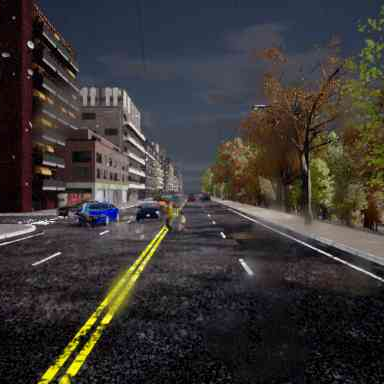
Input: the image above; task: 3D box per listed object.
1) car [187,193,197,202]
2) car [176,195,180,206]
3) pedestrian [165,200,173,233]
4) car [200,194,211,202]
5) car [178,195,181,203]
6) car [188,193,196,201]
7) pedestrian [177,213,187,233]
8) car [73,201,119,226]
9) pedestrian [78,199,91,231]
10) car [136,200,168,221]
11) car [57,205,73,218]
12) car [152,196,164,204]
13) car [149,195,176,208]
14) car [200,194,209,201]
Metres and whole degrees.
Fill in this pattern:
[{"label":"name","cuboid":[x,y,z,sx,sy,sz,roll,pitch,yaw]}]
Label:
[{"label":"car","cuboid":[-0.012,1.491,74.137,1.882,1.535,5.008,0,0,0]},{"label":"car","cuboid":[-3.353,1.573,50.872,1.994,1.385,4.181,0,0,0]},{"label":"pedestrian","cuboid":[-1.183,1.295,17.807,0.375,1.860,0.375,0,0,0]},{"label":"car","cuboid":[3.237,1.514,74.138,1.837,1.490,4.892,0,0,0]},{"label":"car","cuboid":[-3.285,1.369,66.447,2.097,1.767,4.553,0,0,0]},{"label":"car","cuboid":[-0.015,1.164,84.583,2.150,2.045,5.566,0,0,0]},{"label":"pedestrian","cuboid":[-0.498,1.675,18.408,0.500,1.100,0.500,0,0,0]},{"label":"car","cuboid":[-6.616,1.534,24.042,1.882,1.535,5.008,0,0,0]},{"label":"pedestrian","cuboid":[-6.096,1.298,19.008,0.375,1.860,0.375,0,0,0]},{"label":"car","cuboid":[-3.367,1.609,27.362,1.994,1.385,4.181,0,0,0]},{"label":"car","cuboid":[-10.189,1.595,31.597,5.008,1.535,1.882,-1,2,-43]},{"label":"car","cuboid":[-6.552,1.519,64.307,1.837,1.490,4.892,0,0,1]},{"label":"car","cuboid":[-3.359,1.367,38.735,2.097,1.767,4.553,0,0,0]},{"label":"car","cuboid":[3.236,1.294,84.524,2.097,1.767,4.553,0,0,0]}]
